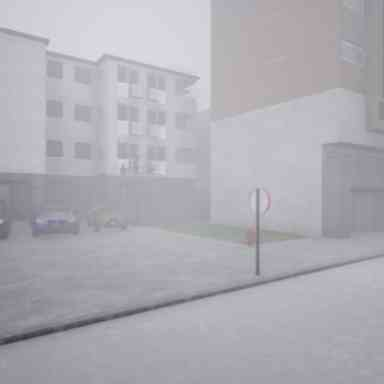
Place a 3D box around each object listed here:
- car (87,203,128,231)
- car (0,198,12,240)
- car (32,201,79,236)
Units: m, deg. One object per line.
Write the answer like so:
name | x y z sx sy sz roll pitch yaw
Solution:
car | -5.100 1.415 19.811 1.816 1.474 4.193 0 0 -25
car | -9.812 1.242 15.994 1.905 1.878 3.866 0 0 -25
car | -7.421 1.347 17.983 2.242 1.667 4.611 0 0 -25
